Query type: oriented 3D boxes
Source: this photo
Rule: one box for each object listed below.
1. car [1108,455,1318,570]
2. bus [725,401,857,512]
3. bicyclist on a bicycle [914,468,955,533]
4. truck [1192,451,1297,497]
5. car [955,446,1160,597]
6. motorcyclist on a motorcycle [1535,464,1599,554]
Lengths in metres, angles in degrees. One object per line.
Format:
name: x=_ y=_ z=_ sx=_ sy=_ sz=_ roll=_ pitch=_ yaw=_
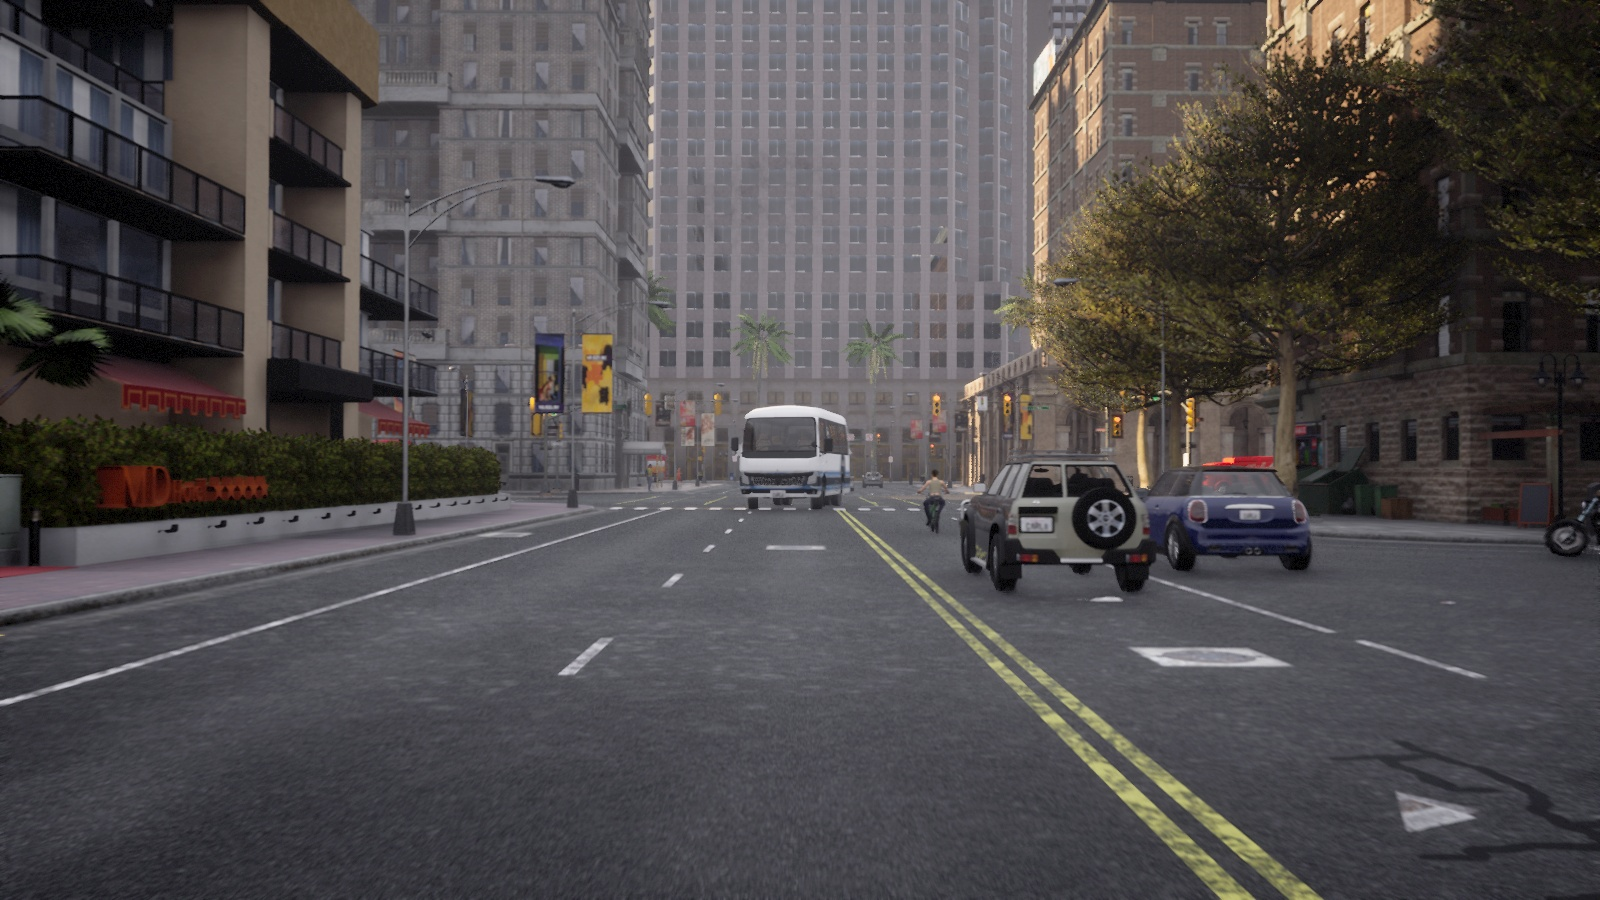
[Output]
car: x=6.946 y=1.008 z=21.693 sx=2.097 sy=1.767 sz=4.553 roll=0 pitch=-1 yaw=0
bus: x=-0.123 y=0.336 z=53.618 sx=3.944 sy=4.253 sz=10.273 roll=-1 pitch=-1 yaw=9
bicyclist on a bicycle: x=3.426 y=1.275 z=32.130 sx=0.866 sy=1.612 sz=1.509 roll=0 pitch=-1 yaw=0
truck: x=26.572 y=1.446 z=75.228 sx=5.204 sy=2.467 sz=2.627 roll=-3 pitch=-1 yaw=0
car: x=3.455 y=0.915 z=17.758 sx=1.932 sy=1.855 sz=4.605 roll=0 pitch=-1 yaw=0
motorcyclist on a motorcycle: x=15.136 y=1.095 z=23.395 sx=2.350 sy=1.649 sz=0.766 roll=0 pitch=-1 yaw=18
